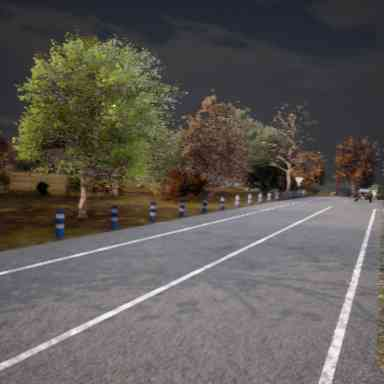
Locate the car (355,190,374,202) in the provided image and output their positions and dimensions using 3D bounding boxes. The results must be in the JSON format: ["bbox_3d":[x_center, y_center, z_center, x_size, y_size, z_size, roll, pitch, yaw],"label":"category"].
[{"bbox_3d":[21.981,0.475,42.464,1.837,1.490,4.892,5,2,30],"label":"car"}]
